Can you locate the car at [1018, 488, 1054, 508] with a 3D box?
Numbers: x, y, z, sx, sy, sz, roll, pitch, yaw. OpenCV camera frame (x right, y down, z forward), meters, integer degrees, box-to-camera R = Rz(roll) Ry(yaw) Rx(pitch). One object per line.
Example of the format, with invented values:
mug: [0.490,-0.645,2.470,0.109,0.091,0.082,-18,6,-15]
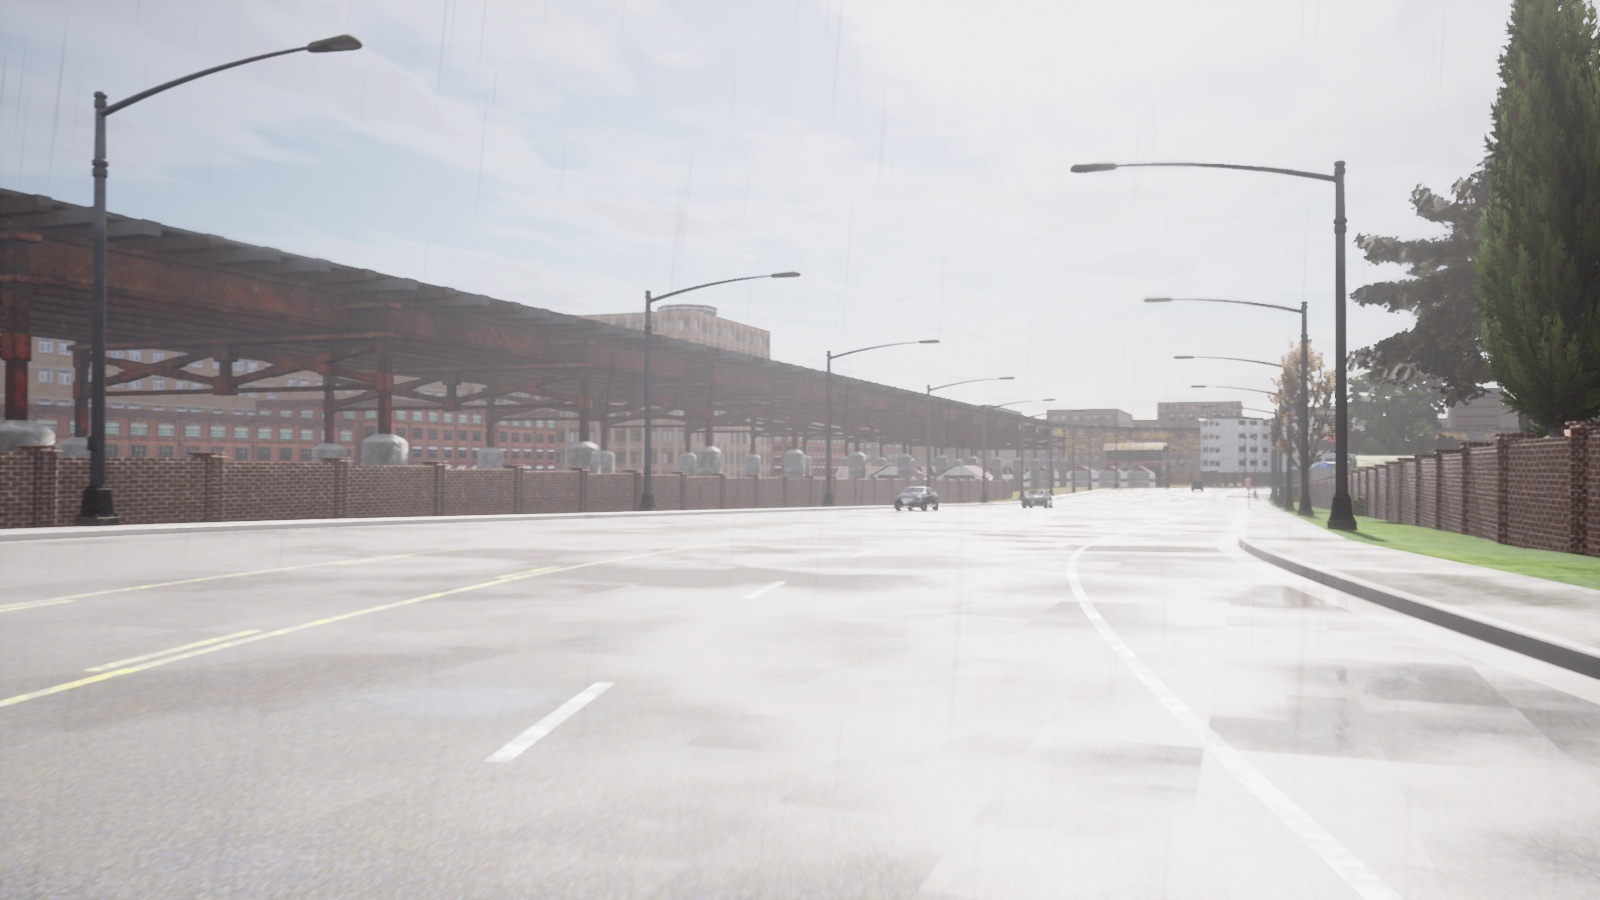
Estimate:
car: [18.195,3.708,96.727,2.007,1.525,4.514,0,-2,20]

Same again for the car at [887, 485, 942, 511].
car: [6.956,2.898,75.704,2.128,1.511,4.902,0,-2,20]
